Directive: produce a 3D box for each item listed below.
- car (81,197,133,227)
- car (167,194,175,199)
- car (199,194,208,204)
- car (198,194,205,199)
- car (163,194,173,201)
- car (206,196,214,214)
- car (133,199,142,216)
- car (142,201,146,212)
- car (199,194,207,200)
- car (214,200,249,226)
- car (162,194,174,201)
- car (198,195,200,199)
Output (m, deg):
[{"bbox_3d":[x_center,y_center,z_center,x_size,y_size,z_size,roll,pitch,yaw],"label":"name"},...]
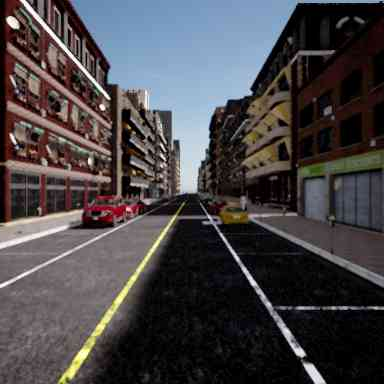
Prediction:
[{"bbox_3d":[-5.687,1.245,22.120,2.192,1.841,5.009,0,0,0],"label":"car"},{"bbox_3d":[-5.682,1.251,89.755,1.887,1.381,4.507,0,0,0],"label":"car"},{"bbox_3d":[2.696,1.371,55.932,2.008,1.369,4.403,0,0,0],"label":"car"},{"bbox_3d":[2.699,1.269,95.386,1.802,1.307,4.206,0,0,0],"label":"car"},{"bbox_3d":[-5.683,1.295,78.482,2.008,1.369,4.403,0,0,0],"label":"car"},{"bbox_3d":[2.693,1.438,33.388,1.887,1.381,4.507,0,0,0],"label":"car"},{"bbox_3d":[-5.687,1.352,27.755,1.967,1.590,4.097,0,0,0],"label":"car"},{"bbox_3d":[-5.687,1.438,33.393,1.887,1.381,4.507,0,0,0],"label":"car"},{"bbox_3d":[2.698,1.291,84.114,1.947,1.339,4.313,0,0,0],"label":"car"},{"bbox_3d":[2.693,1.455,22.286,1.752,1.417,4.829,0,0,0],"label":"car"},{"bbox_3d":[-5.683,1.314,72.845,2.008,1.369,4.403,0,0,0],"label":"car"},{"bbox_3d":[2.698,1.269,78.647,1.752,1.417,4.829,0,0,0],"label":"car"}]
